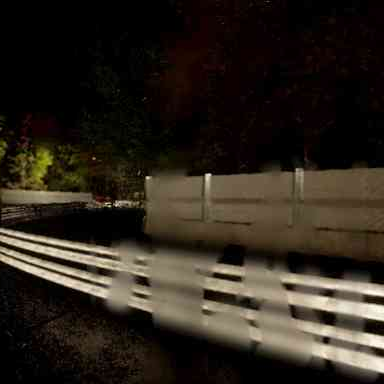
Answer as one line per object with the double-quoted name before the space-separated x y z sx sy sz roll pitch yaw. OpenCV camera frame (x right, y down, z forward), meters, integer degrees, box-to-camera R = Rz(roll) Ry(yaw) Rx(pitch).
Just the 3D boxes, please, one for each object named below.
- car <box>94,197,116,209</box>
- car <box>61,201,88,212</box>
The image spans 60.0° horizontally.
"car" -14.987 1.924 57.415 2.150 2.045 5.566 0 -1 9
"car" -16.607 2.044 47.230 1.882 1.535 5.008 0 -1 9
